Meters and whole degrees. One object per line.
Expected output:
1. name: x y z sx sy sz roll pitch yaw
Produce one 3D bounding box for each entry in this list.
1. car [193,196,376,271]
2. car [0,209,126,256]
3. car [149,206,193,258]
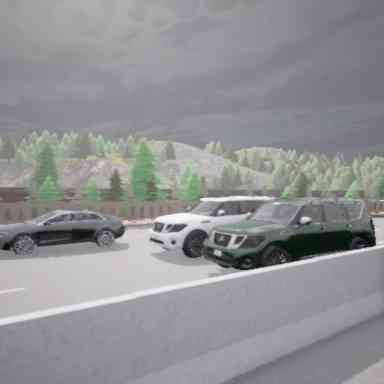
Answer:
1. car: 3.049 1.199 9.829 5.566 2.045 2.150 0 0 -30
2. car: -5.026 1.431 12.986 4.902 1.511 2.128 0 0 -33
3. car: 1.156 1.184 12.759 5.566 2.045 2.150 0 0 -30
